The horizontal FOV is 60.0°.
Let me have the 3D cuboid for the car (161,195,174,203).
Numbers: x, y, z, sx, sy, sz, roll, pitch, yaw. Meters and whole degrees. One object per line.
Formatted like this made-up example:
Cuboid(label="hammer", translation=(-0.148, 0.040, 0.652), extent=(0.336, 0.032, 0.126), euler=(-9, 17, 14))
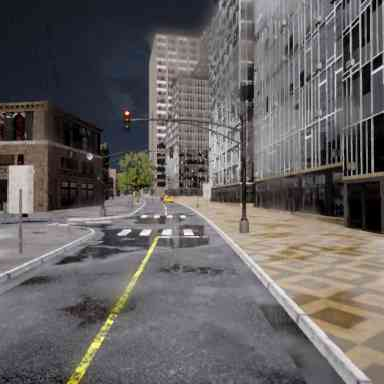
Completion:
Cuboid(label="car", translation=(-4.846, 1.466, 68.185), extent=(1.882, 1.535, 5.008), euler=(0, 0, -8))
